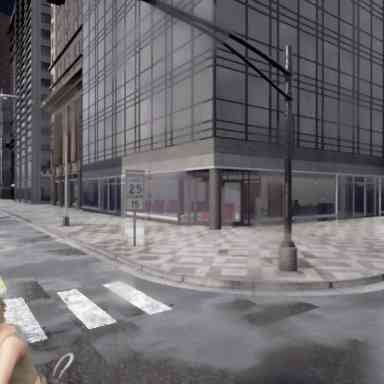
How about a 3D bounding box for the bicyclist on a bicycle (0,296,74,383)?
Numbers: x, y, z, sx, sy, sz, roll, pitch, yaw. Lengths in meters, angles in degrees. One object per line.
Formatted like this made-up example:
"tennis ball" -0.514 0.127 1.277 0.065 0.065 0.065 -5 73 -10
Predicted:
"bicyclist on a bicycle" -1.367 1.436 2.037 1.509 1.612 0.866 0 0 -35
